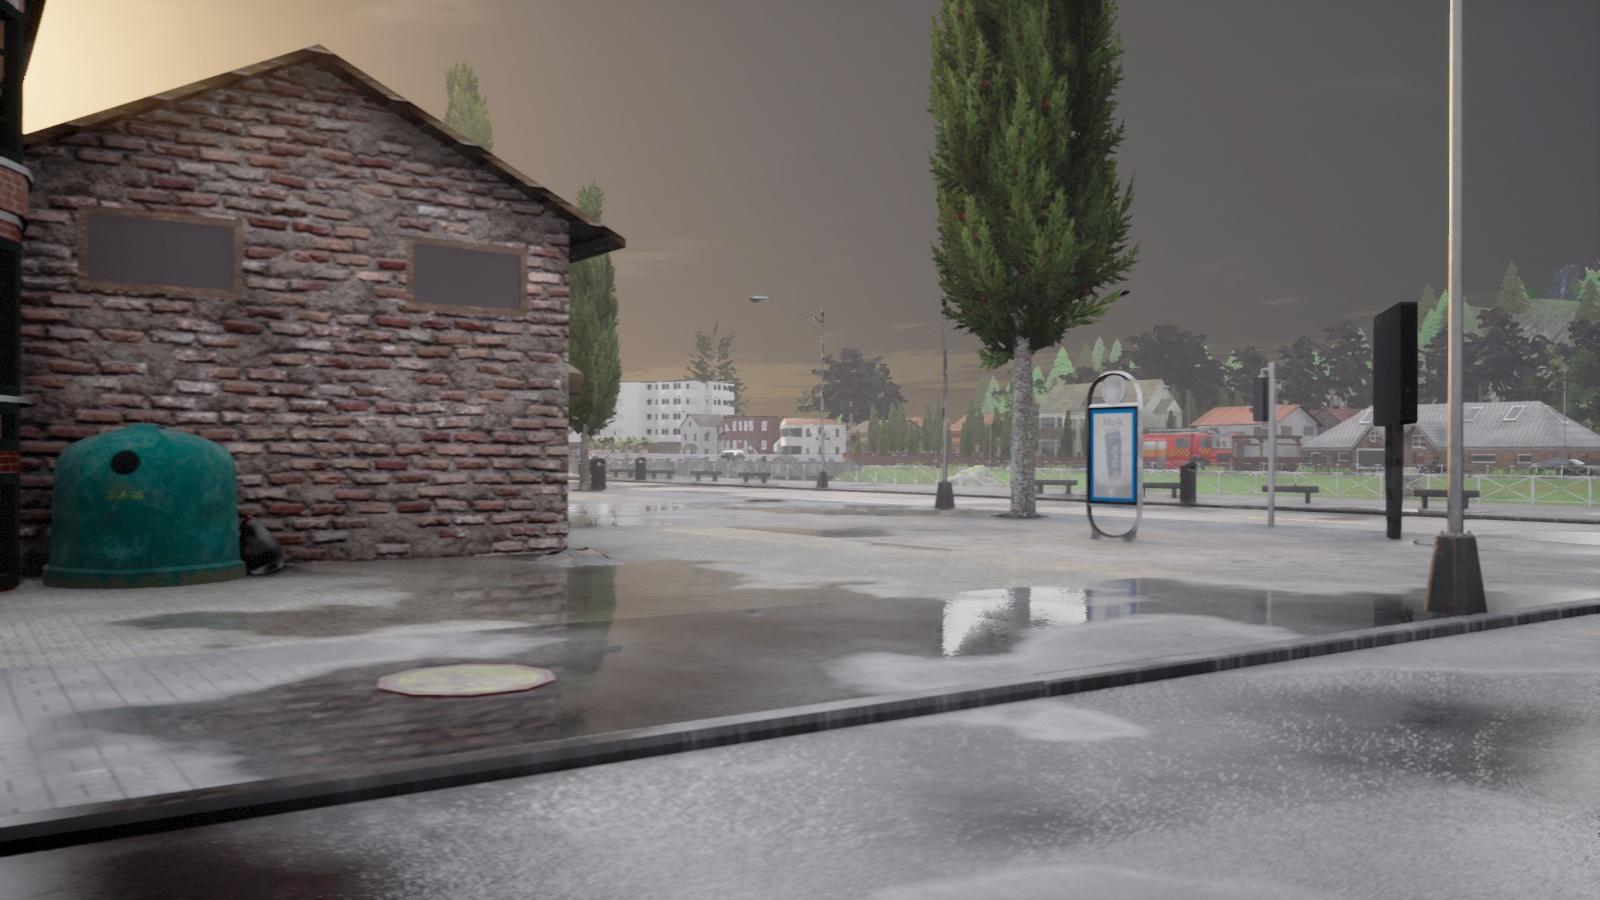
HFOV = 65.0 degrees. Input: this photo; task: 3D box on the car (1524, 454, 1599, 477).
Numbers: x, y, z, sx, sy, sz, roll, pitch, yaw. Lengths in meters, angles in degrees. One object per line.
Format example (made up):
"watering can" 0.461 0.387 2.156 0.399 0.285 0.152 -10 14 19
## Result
"car" 51.180 1.019 83.753 1.812 1.442 4.674 0 0 -35
